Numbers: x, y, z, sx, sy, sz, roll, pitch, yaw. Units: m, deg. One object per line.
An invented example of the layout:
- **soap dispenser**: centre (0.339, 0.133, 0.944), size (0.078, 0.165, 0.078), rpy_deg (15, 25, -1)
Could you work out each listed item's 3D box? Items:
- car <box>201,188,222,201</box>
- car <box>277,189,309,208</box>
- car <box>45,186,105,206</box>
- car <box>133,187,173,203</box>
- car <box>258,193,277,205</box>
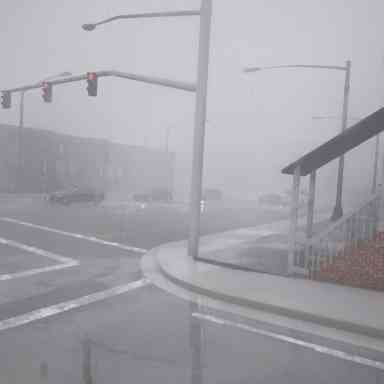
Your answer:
- **car**: centre (2.023, 0.258, 42.270), size (1.837, 1.490, 4.892), rpy_deg (5, 3, 36)
- **car**: centre (12.111, 0.686, 38.012), size (2.150, 2.045, 5.566), rpy_deg (5, 3, 36)
- **car**: centre (-9.253, 0.239, 26.638), size (2.128, 1.511, 4.902), rpy_deg (5, 3, 36)
- **car**: centre (-3.912, 0.255, 34.054), size (1.837, 1.490, 4.892), rpy_deg (5, 3, 36)
- **car**: centre (9.719, 0.795, 40.710), size (1.994, 1.385, 4.181), rpy_deg (5, 3, 36)
